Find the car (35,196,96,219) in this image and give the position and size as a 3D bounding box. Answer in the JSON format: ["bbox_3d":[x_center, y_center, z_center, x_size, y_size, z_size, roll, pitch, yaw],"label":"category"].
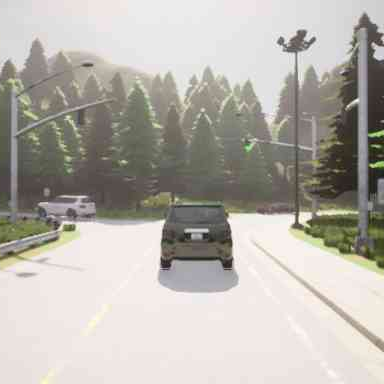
[{"bbox_3d":[-11.175,1.333,29.496,5.566,2.045,2.150,1,0,21],"label":"car"}]

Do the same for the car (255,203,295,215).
[{"bbox_3d":[9.455,1.893,37.675,4.718,1.301,1.895,0,-1,-31],"label":"car"}]

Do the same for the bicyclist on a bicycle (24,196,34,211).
[{"bbox_3d":[-17.218,1.161,35.215,0.582,1.620,1.656,4,11,15],"label":"bicyclist on a bicycle"}]

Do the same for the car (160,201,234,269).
[{"bbox_3d":[0.164,1.311,11.620,2.150,2.045,5.566,0,-1,1],"label":"car"}]
